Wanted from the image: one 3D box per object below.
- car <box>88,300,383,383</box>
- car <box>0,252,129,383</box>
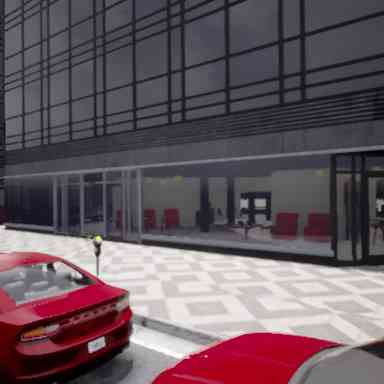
[{"bbox_3d":[1.680,1.541,1.768,4.507,1.381,1.887,-1,-1,35],"label":"car"},{"bbox_3d":[-2.883,1.592,5.018,4.507,1.381,1.887,-1,-1,35],"label":"car"}]
